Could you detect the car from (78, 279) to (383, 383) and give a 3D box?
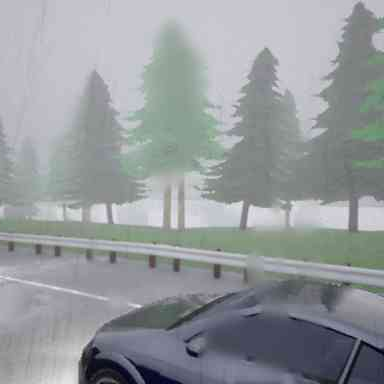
[{"bbox_3d":[0.872,1.569,3.055,4.181,1.385,1.994,-1,0,34],"label":"car"}]
